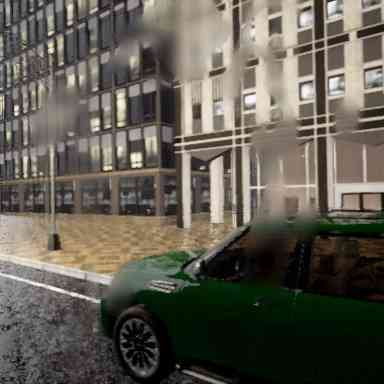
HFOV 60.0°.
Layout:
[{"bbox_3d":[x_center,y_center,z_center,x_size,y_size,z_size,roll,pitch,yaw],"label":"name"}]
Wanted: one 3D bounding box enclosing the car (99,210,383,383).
[{"bbox_3d":[1.387,1.237,3.766,5.566,2.045,2.150,0,0,35],"label":"car"}]
